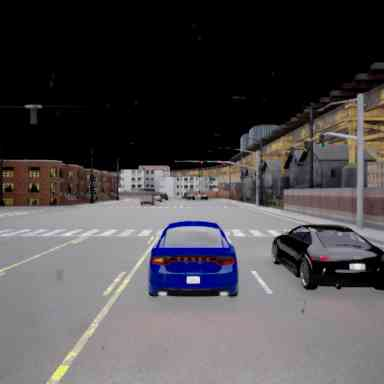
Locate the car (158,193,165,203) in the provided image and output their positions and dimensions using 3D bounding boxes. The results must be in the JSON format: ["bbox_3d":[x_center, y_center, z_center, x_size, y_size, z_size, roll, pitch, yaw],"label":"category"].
[{"bbox_3d":[-7.211,1.520,69.314,1.812,1.442,4.674,0,0,0],"label":"car"}]

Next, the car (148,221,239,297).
[{"bbox_3d":[0.035,1.477,8.638,1.882,1.535,5.008,0,0,0],"label":"car"}]

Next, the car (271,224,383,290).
[{"bbox_3d":[3.538,1.563,9.104,1.994,1.385,4.181,0,0,0],"label":"car"}]

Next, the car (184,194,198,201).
[{"bbox_3d":[-0.282,1.340,86.759,2.097,1.767,4.553,0,0,-3],"label":"car"}]

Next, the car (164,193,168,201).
[{"bbox_3d":[-7.258,1.220,84.315,2.150,2.045,5.566,0,0,0],"label":"car"}]

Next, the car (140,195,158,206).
[{"bbox_3d":[-7.251,1.350,54.707,2.097,1.767,4.553,0,0,0],"label":"car"}]

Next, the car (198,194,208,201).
[{"bbox_3d":[3.204,1.466,87.658,1.882,1.535,5.008,0,0,-3],"label":"car"}]
